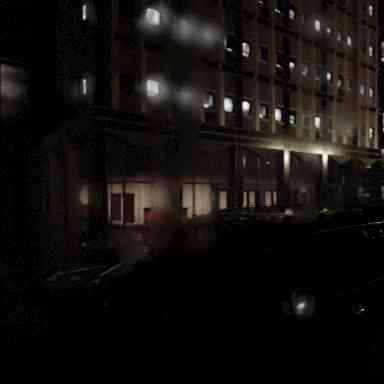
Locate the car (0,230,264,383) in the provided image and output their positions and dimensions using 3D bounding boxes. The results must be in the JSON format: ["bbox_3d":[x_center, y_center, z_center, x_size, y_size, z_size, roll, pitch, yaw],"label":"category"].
[{"bbox_3d":[-1.137,1.545,5.287,4.403,1.369,2.008,0,0,-36],"label":"car"}]

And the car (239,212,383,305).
[{"bbox_3d":[3.377,1.418,8.506,4.097,1.590,1.967,0,0,-36],"label":"car"}]

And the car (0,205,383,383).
[{"bbox_3d":[0.828,1.214,3.661,5.566,2.045,2.150,0,0,-36],"label":"car"}]
